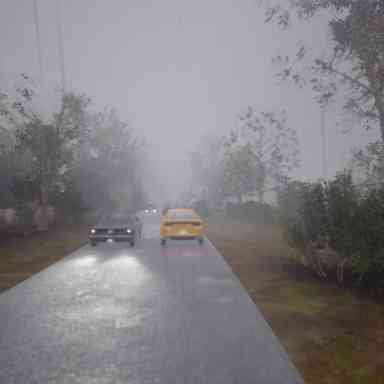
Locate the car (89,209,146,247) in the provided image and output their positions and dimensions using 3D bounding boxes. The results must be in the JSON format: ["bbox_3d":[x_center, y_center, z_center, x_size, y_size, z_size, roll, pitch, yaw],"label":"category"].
[{"bbox_3d":[-3.410,1.679,15.611,1.895,1.301,4.718,0,0,-4],"label":"car"}]

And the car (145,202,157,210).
[{"bbox_3d":[-6.860,2.302,56.208,1.994,1.385,4.181,0,-2,-5],"label":"car"}]

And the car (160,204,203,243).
[{"bbox_3d":[-0.544,1.565,16.530,1.882,1.535,5.008,0,0,-3],"label":"car"}]

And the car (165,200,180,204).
[{"bbox_3d":[-2.208,1.680,37.006,2.097,1.767,4.553,0,-1,-5],"label":"car"}]
